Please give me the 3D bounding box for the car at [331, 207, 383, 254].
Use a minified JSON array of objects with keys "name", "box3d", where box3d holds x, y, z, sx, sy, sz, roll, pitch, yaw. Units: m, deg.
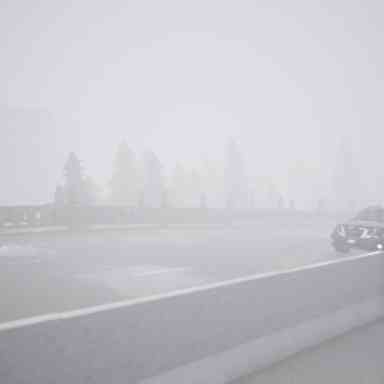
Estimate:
[{"name":"car","box3d":[8.304,1.650,14.202,5.566,2.045,2.150,4,-2,-35]}]
